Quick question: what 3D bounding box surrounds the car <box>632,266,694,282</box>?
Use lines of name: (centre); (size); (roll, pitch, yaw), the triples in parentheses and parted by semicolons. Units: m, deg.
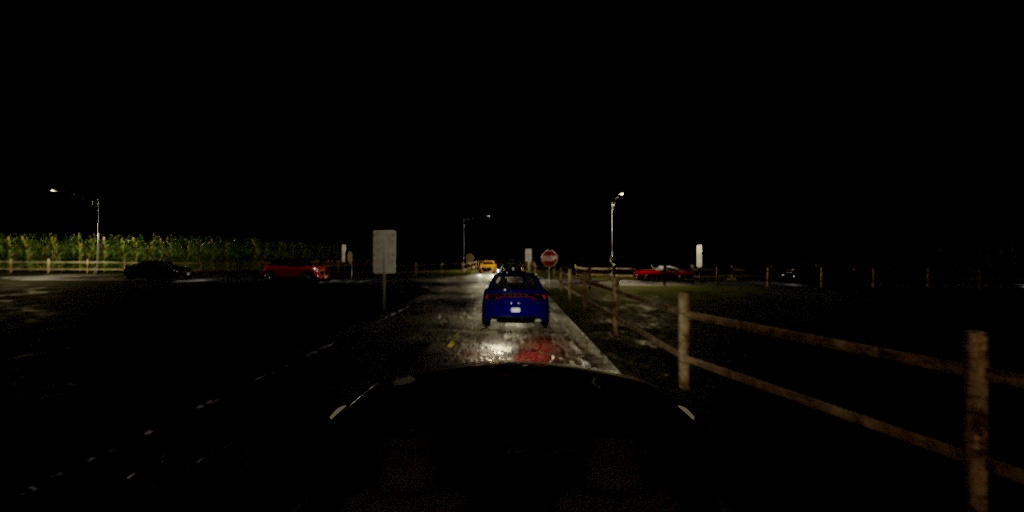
car: (12.924, 1.526, 30.924); (4.718, 1.301, 1.895); (0, 0, -1)

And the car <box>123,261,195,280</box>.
car: (-27.921, 1.131, 28.389); (4.674, 1.442, 1.812); (0, 0, 1)

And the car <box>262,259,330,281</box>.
car: (-16.894, 1.043, 28.283); (4.553, 1.767, 2.097); (0, 0, 1)

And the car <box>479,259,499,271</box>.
car: (-2.886, 1.317, 43.986); (1.882, 1.535, 5.008); (0, 0, 1)

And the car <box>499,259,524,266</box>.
car: (0.097, 1.169, 33.553); (2.097, 1.767, 4.553); (0, 0, 0)

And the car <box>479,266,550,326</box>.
car: (0.101, 1.249, 11.726); (1.882, 1.535, 5.008); (0, 0, 0)

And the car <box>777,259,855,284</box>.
car: (26.074, 1.255, 30.825); (5.566, 2.045, 2.150); (0, 0, 1)

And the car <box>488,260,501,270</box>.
car: (-2.818, 1.433, 58.287); (1.994, 1.385, 4.181); (0, 0, 0)
